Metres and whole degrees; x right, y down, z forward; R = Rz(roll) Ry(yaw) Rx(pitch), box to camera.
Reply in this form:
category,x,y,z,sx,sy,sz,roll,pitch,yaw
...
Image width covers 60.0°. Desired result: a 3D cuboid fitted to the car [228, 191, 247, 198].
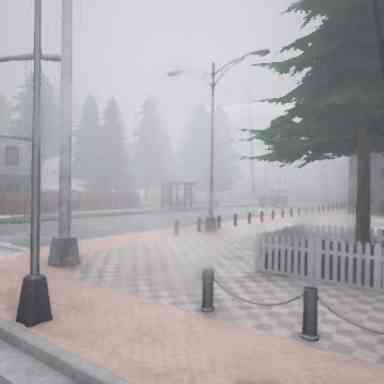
category,x,y,z,sx,sy,sz,roll,pitch,yaw
car,11.250,0.428,79.193,1.932,1.855,4.605,1,1,36

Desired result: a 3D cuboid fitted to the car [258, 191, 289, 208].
category,x,y,z,sx,sy,sz,roll,pitch,yaw
car,10.520,0.893,42.710,2.150,2.045,5.566,1,1,38

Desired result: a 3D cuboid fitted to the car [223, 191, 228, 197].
category,x,y,z,sx,sy,sz,roll,pitch,yaw
car,8.986,0.381,80.352,1.905,1.878,3.866,1,1,36
